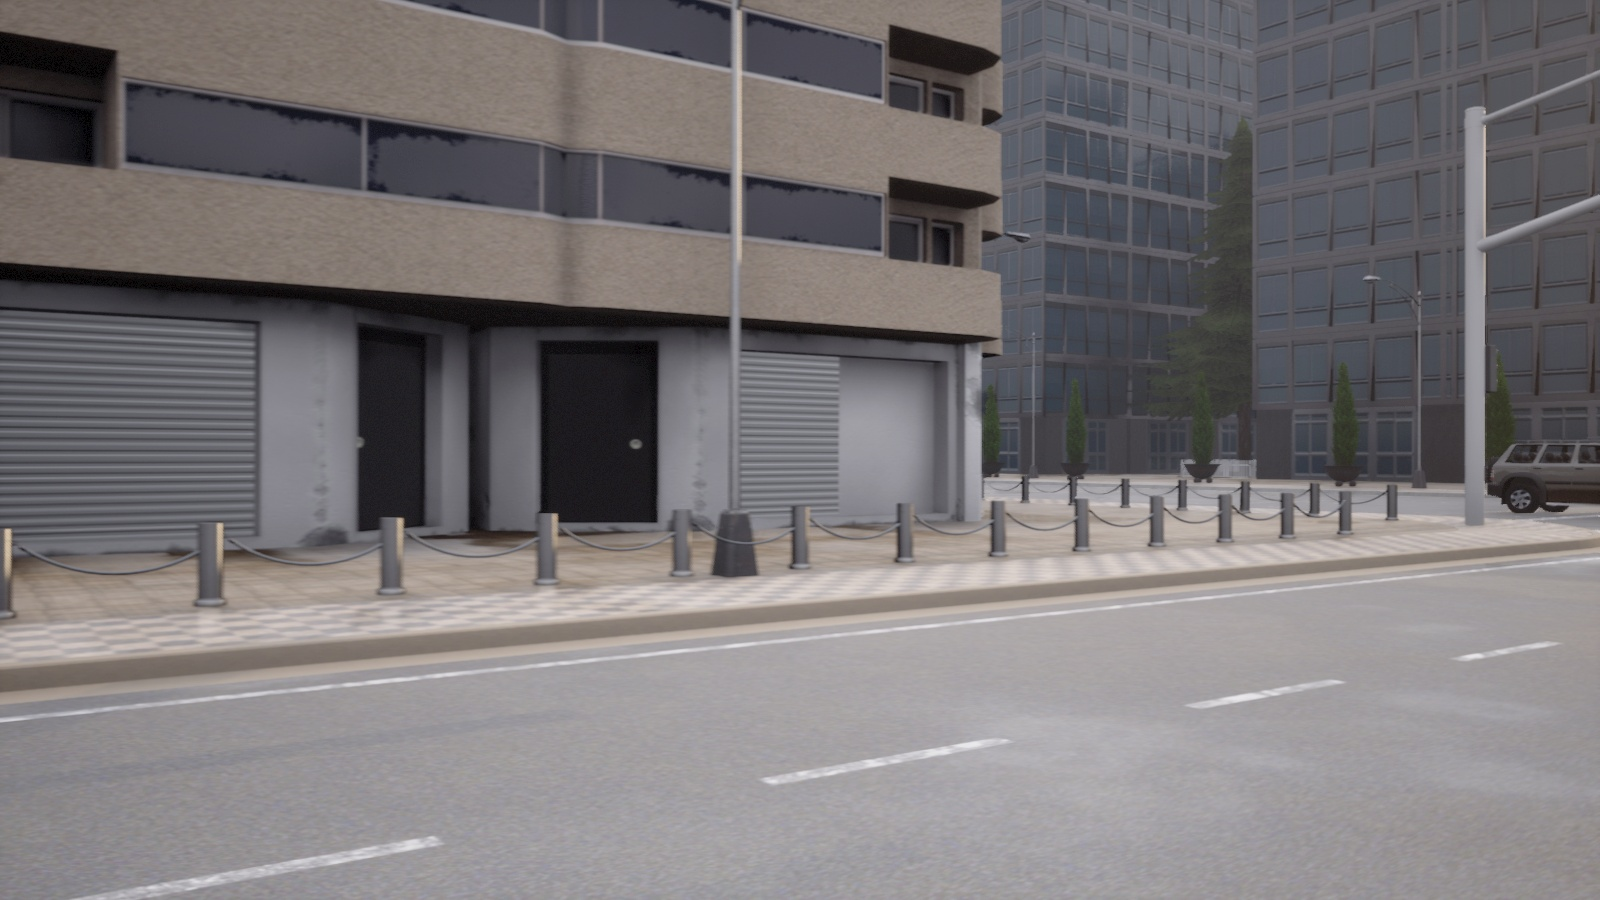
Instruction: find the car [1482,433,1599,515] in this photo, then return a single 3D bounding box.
[{"bbox_3d":[18.714,0.544,29.228,1.932,1.855,4.605,0,0,-36],"label":"car"}]
